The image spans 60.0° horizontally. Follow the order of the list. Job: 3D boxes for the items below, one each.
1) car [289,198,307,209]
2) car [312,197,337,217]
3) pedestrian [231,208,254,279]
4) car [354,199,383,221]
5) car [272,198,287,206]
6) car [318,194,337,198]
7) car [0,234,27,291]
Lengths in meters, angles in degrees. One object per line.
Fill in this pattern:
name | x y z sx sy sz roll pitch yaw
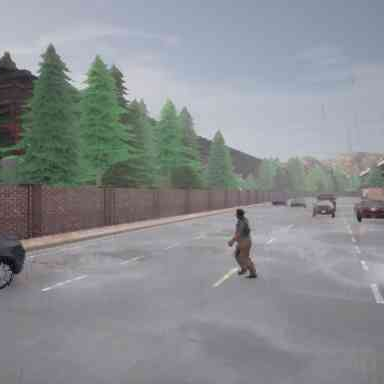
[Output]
car | 14.885 1.564 46.483 1.994 1.385 4.181 0 0 23
car | 12.393 1.526 31.206 1.812 1.442 4.674 0 0 23
pedestrian | 1.318 1.294 8.605 0.375 1.860 0.375 0 0 23
car | 14.225 1.351 26.544 2.097 1.767 4.553 0 0 23
car | 14.028 1.601 53.309 1.895 1.301 4.718 0 0 23
car | 16.559 1.221 41.015 2.150 2.045 5.566 0 0 23
car | -5.636 1.505 6.514 1.837 1.490 4.892 0 0 19
